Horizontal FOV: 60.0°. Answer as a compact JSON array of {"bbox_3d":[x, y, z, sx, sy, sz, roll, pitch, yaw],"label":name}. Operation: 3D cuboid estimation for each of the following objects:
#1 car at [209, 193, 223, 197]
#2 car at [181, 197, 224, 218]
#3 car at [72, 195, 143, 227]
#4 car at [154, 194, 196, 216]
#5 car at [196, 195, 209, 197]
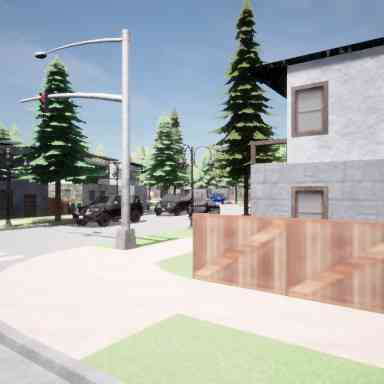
[{"bbox_3d":[4.296,1.202,60.841,2.150,2.045,5.566,0,0,-9],"label":"car"},{"bbox_3d":[1.173,1.472,29.480,2.128,1.511,4.902,0,0,20],"label":"car"},{"bbox_3d":[-5.618,1.202,23.083,2.150,2.045,5.566,0,0,27],"label":"car"},{"bbox_3d":[-1.723,1.202,32.459,2.150,2.045,5.566,0,0,18],"label":"car"},{"bbox_3d":[0.535,1.333,42.058,2.097,1.767,4.553,0,0,9],"label":"car"}]
